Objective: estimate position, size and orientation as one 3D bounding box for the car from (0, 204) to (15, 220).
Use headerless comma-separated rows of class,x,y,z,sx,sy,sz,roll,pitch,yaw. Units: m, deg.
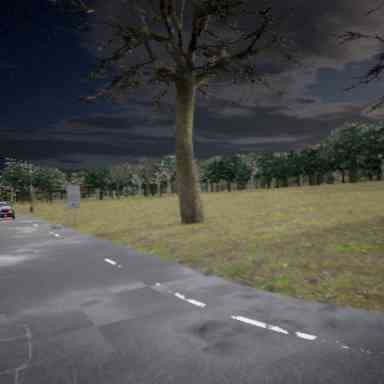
car,-21.699,2.471,38.642,1.837,1.490,4.892,-2,-1,-31
